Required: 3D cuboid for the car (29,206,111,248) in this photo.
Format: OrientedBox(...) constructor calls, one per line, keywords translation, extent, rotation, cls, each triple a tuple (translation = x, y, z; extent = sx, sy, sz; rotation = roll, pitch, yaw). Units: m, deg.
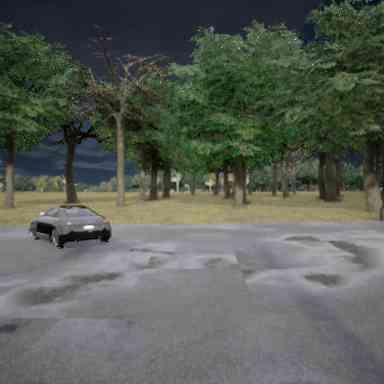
OrientedBox(translation=(-4.854, 1.231, 13.026), extent=(1.994, 1.385, 4.181), rotation=(0, -1, -40), cls="car")
